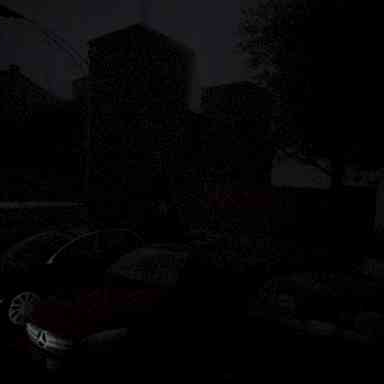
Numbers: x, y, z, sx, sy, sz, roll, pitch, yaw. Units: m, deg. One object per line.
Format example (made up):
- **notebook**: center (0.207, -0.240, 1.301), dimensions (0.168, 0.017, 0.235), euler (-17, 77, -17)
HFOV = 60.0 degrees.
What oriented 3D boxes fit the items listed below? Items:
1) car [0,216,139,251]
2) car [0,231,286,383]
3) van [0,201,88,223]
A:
- **car**: center (-2.574, 1.473, 7.124), dimensions (2.231, 1.521, 4.892), euler (0, 0, 35)
- **car**: center (-0.305, 1.516, 5.501), dimensions (2.002, 1.452, 4.674), euler (0, 0, 36)
- **van**: center (-4.920, 1.237, 8.646), dimensions (1.878, 1.987, 4.442), euler (1, 0, 36)
